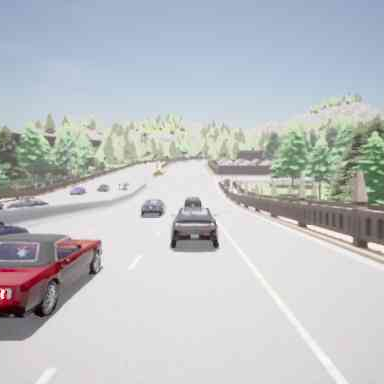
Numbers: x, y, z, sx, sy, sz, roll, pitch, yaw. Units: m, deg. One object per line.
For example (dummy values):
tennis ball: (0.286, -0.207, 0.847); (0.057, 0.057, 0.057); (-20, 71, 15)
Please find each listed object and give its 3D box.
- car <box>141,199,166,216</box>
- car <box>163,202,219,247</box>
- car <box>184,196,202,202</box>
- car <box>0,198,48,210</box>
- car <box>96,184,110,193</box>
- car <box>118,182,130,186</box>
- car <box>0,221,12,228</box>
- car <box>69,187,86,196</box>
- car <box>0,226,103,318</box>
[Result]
car: (-3.399, 1.313, 29.822); (2.033, 1.411, 5.357); (0, 0, 0)
car: (0.100, 1.377, 14.372); (2.128, 1.511, 4.902); (0, 0, 0)
car: (0.101, 1.190, 36.484); (1.882, 1.535, 5.008); (0, 0, 0)
car: (-14.085, 1.268, 28.591); (2.128, 1.511, 4.902); (0, 0, 0)
car: (-17.555, -0.812, 66.017); (1.837, 1.490, 4.892); (0, 7, 0)
car: (-14.072, -1.558, 69.000); (2.128, 1.511, 4.902); (0, 8, 0)
car: (-6.900, 1.480, 10.547); (1.994, 1.385, 4.181); (0, 0, 0)
car: (-21.031, -0.223, 61.366); (1.882, 1.535, 5.008); (0, 7, 0)
car: (-3.400, 1.544, 7.239); (1.895, 1.301, 4.718); (0, 0, 0)
